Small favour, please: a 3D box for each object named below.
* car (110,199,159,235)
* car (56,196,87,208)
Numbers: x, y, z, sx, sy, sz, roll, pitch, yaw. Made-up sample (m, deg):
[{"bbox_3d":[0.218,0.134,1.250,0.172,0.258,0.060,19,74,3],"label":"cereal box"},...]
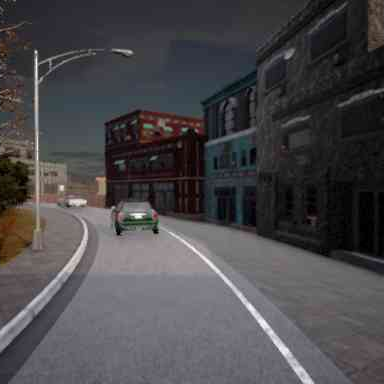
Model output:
[{"bbox_3d":[-3.174,1.160,17.805,2.097,1.767,4.553,-1,1,-17],"label":"car"},{"bbox_3d":[-13.296,1.048,36.469,1.895,1.301,4.718,-1,1,-38],"label":"car"}]
